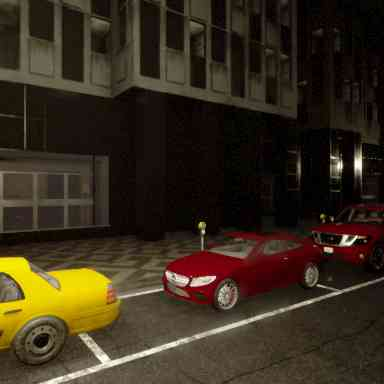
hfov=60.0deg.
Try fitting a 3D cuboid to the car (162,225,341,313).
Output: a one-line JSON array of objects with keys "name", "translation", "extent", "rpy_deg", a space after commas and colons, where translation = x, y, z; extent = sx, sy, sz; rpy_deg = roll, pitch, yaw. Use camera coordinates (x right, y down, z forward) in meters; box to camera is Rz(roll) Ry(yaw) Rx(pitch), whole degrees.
[{"name": "car", "translation": [1.331, 1.581, 7.593], "extent": [4.206, 1.307, 1.802], "rpy_deg": [0, 0, -35]}]

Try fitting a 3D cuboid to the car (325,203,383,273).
[{"name": "car", "translation": [5.897, 1.314, 10.839], "extent": [5.009, 1.841, 2.192], "rpy_deg": [0, 0, -35]}]

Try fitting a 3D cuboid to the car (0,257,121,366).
[{"name": "car", "translation": [-3.374, 1.525, 4.249], "extent": [4.829, 1.417, 1.752], "rpy_deg": [0, 0, -35]}]
